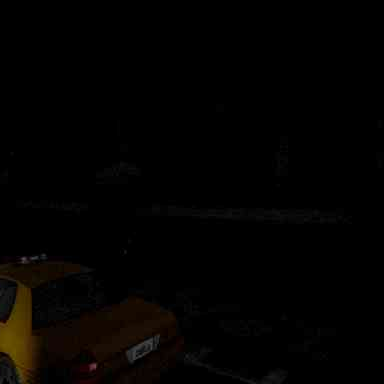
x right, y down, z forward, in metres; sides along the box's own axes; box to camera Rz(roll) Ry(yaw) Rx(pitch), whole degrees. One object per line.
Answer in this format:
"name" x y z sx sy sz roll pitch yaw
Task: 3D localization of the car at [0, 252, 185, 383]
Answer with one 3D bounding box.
"car" -2.362 1.525 4.650 4.829 1.417 1.752 0 0 36
